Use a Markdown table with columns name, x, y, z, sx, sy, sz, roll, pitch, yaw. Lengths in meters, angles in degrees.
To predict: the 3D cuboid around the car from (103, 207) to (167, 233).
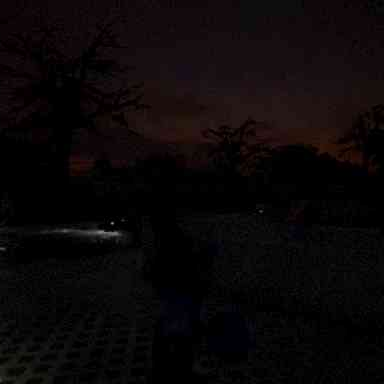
| name | x | y | z | sx | sy | sz | roll | pitch | yaw |
| --- | --- | --- | --- | --- | --- | --- | --- | --- | --- |
| car | -3.298 | 1.610 | 20.319 | 1.994 | 1.385 | 4.181 | 2 | 0 | 36 |

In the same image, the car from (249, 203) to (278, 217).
| name | x | y | z | sx | sy | sz | roll | pitch | yaw |
| --- | --- | --- | --- | --- | --- | --- | --- | --- | --- |
| car | 7.509 | 1.927 | 35.086 | 1.812 | 1.442 | 4.674 | 2 | 0 | 37 |
